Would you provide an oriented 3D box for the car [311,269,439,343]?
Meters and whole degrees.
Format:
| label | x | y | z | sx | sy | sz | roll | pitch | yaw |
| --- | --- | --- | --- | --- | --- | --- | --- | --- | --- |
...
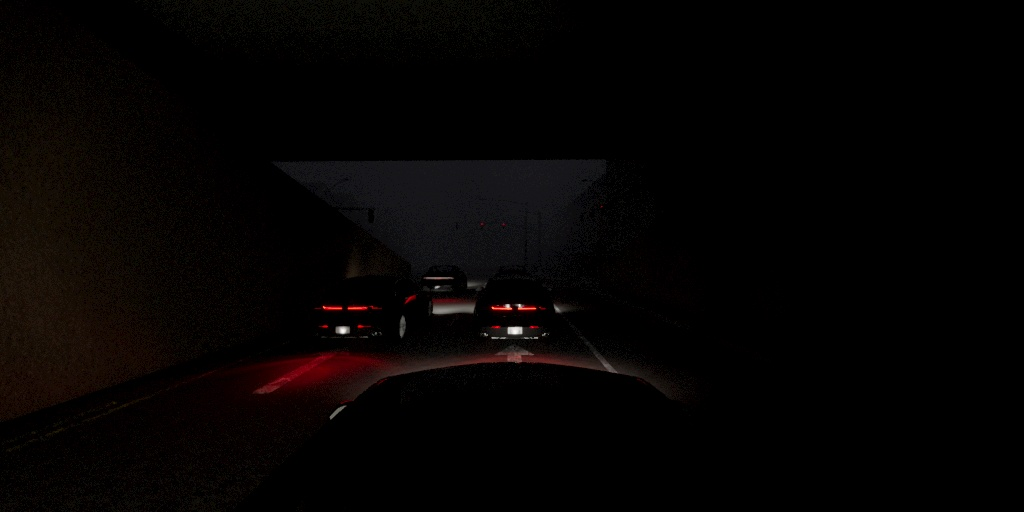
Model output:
| label | x | y | z | sx | sy | sz | roll | pitch | yaw |
| --- | --- | --- | --- | --- | --- | --- | --- | --- | --- |
| car | -3.450 | 1.255 | 9.695 | 1.837 | 1.490 | 4.892 | 0 | 0 | 0 |

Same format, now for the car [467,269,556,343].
| label | x | y | z | sx | sy | sz | roll | pitch | yaw |
| --- | --- | --- | --- | --- | --- | --- | --- | --- | --- |
| car | 0.051 | 1.255 | 9.639 | 1.837 | 1.490 | 4.892 | 0 | 0 | 0 |

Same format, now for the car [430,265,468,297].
| label | x | y | z | sx | sy | sz | roll | pitch | yaw |
| --- | --- | --- | --- | --- | --- | --- | --- | --- | --- |
| car | -3.488 | 1.241 | 19.012 | 2.128 | 1.511 | 4.902 | 0 | 0 | -1 |

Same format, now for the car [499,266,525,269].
| label | x | y | z | sx | sy | sz | roll | pitch | yaw |
| --- | --- | --- | --- | --- | --- | --- | --- | --- | --- |
| car | 0.008 | 1.255 | 19.049 | 1.837 | 1.490 | 4.892 | 0 | 0 | 0 |
